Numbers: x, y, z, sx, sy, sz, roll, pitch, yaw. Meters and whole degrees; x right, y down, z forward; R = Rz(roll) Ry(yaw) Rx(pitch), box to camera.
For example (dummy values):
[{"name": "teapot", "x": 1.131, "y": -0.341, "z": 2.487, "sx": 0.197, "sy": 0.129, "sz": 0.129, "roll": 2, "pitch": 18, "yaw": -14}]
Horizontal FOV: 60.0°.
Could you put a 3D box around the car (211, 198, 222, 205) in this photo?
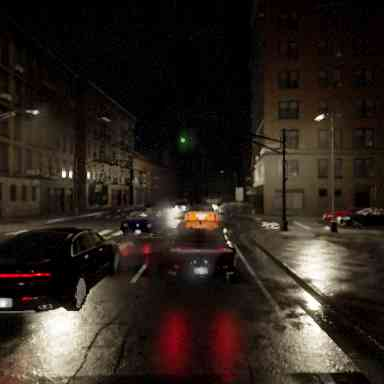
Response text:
[{"name": "car", "x": 5.297, "y": 1.995, "z": 71.383, "sx": 1.882, "sy": 1.535, "sz": 5.008, "roll": 0, "pitch": 0, "yaw": 7}]

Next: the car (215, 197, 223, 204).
[{"name": "car", "x": 6.572, "y": 2.026, "z": 81.170, "sx": 1.812, "sy": 1.442, "sz": 4.674, "roll": 0, "pitch": 0, "yaw": 7}]

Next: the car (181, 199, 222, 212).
[{"name": "car", "x": 0.677, "y": 1.538, "z": 21.761, "sx": 2.097, "sy": 1.767, "sz": 4.553, "roll": 0, "pitch": -1, "yaw": 3}]

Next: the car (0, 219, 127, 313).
[{"name": "car", "x": -3.029, "y": 1.573, "z": 7.831, "sx": 1.837, "sy": 1.490, "sz": 4.892, "roll": 0, "pitch": 0, "yaw": 1}]

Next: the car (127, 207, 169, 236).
[{"name": "car", "x": -2.687, "y": 1.767, "z": 19.343, "sx": 1.895, "sy": 1.301, "sz": 4.718, "roll": 0, "pitch": 0, "yaw": 2}]

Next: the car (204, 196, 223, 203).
[{"name": "car", "x": 3.965, "y": 1.677, "z": 61.094, "sx": 2.150, "sy": 2.045, "sz": 5.566, "roll": 0, "pitch": 0, "yaw": 7}]

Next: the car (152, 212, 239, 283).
[{"name": "car", "x": 0.261, "y": 1.580, "z": 9.936, "sx": 2.128, "sy": 1.511, "sz": 4.902, "roll": 0, "pitch": 0, "yaw": 1}]

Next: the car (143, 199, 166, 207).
[{"name": "car", "x": -4.797, "y": 1.853, "z": 40.675, "sx": 1.812, "sy": 1.442, "sz": 4.674, "roll": 0, "pitch": 0, "yaw": 5}]

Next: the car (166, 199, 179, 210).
[{"name": "car", "x": -3.756, "y": 1.902, "z": 51.497, "sx": 1.837, "sy": 1.490, "sz": 4.892, "roll": 0, "pitch": 0, "yaw": 6}]

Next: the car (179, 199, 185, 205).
[{"name": "car", "x": -1.994, "y": 2.086, "z": 65.786, "sx": 1.895, "sy": 1.301, "sz": 4.718, "roll": 0, "pitch": 0, "yaw": 8}]

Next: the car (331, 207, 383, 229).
[{"name": "car", "x": 13.054, "y": 1.873, "z": 23.859, "sx": 4.902, "sy": 1.511, "sz": 2.128, "roll": 1, "pitch": 0, "yaw": 7}]

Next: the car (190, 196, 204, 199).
[{"name": "car", "x": 0.813, "y": 1.684, "z": 62.092, "sx": 2.150, "sy": 2.045, "sz": 5.566, "roll": 0, "pitch": 0, "yaw": 7}]

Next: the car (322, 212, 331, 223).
[{"name": "car", "x": 13.122, "y": 1.933, "z": 27.139, "sx": 4.674, "sy": 1.442, "sz": 1.812, "roll": 1, "pitch": 0, "yaw": 7}]

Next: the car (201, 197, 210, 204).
[{"name": "car", "x": 3.349, "y": 2.005, "z": 81.590, "sx": 1.837, "sy": 1.490, "sz": 4.892, "roll": 0, "pitch": 0, "yaw": 7}]

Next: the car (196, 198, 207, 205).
[{"name": "car", "x": 2.109, "y": 2.061, "z": 72.066, "sx": 2.033, "sy": 1.411, "sz": 5.357, "roll": 0, "pitch": 0, "yaw": 7}]
